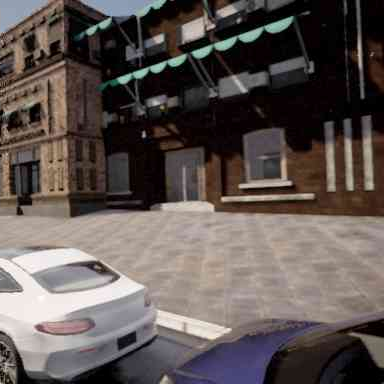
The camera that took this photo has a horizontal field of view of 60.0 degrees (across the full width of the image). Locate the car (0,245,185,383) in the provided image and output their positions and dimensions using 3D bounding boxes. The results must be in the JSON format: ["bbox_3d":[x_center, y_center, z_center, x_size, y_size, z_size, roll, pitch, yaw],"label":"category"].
[{"bbox_3d":[-2.626,1.574,5.192,4.674,1.452,2.002,-1,0,36],"label":"car"}]
